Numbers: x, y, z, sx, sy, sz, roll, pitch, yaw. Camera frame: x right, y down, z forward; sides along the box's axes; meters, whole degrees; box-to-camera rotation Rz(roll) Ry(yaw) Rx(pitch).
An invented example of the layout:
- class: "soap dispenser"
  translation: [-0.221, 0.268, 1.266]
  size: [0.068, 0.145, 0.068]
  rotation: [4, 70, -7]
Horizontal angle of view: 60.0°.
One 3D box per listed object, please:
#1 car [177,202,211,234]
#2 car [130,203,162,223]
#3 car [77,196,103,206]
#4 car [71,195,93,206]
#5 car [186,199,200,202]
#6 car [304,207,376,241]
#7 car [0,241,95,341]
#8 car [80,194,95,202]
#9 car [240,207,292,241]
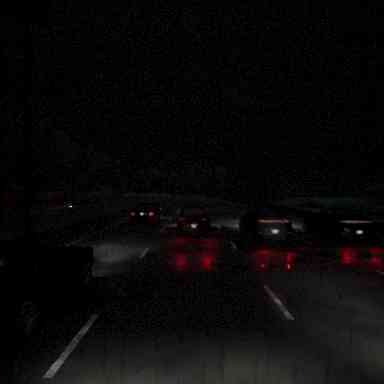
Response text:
- class: "car"
  translation: [0.098, 1.520, 18.968]
  size: [1.812, 1.442, 4.674]
  rotation: [0, 0, 0]
- class: "car"
  translation: [-3.403, 1.540, 25.046]
  size: [2.033, 1.411, 5.357]
  rotation: [0, 0, 0]
- class: "car"
  translation: [-14.084, 1.587, 46.729]
  size: [1.895, 1.301, 4.718]
  rotation: [0, 0, 0]
- class: "car"
  translation: [-17.565, 1.547, 52.813]
  size: [1.994, 1.385, 4.181]
  rotation: [0, 0, 0]
- class: "car"
  translation: [0.095, 1.466, 37.019]
  size: [1.882, 1.535, 5.008]
  rotation: [0, 0, 0]
- class: "car"
  translation: [7.098, 1.486, 16.505]
  size: [2.128, 1.511, 4.902]
  rotation: [0, 0, 0]
- class: "car"
  translation: [-3.401, 1.599, 6.425]
  size: [1.895, 1.301, 4.718]
  rotation: [0, 0, 0]
- class: "car"
  translation: [-24.492, 1.297, 78.359]
  size: [2.097, 1.767, 4.553]
  rotation: [0, 0, 0]
- class: "car"
  translation: [3.597, 1.486, 16.781]
  size: [2.128, 1.511, 4.902]
  rotation: [0, 0, 0]
